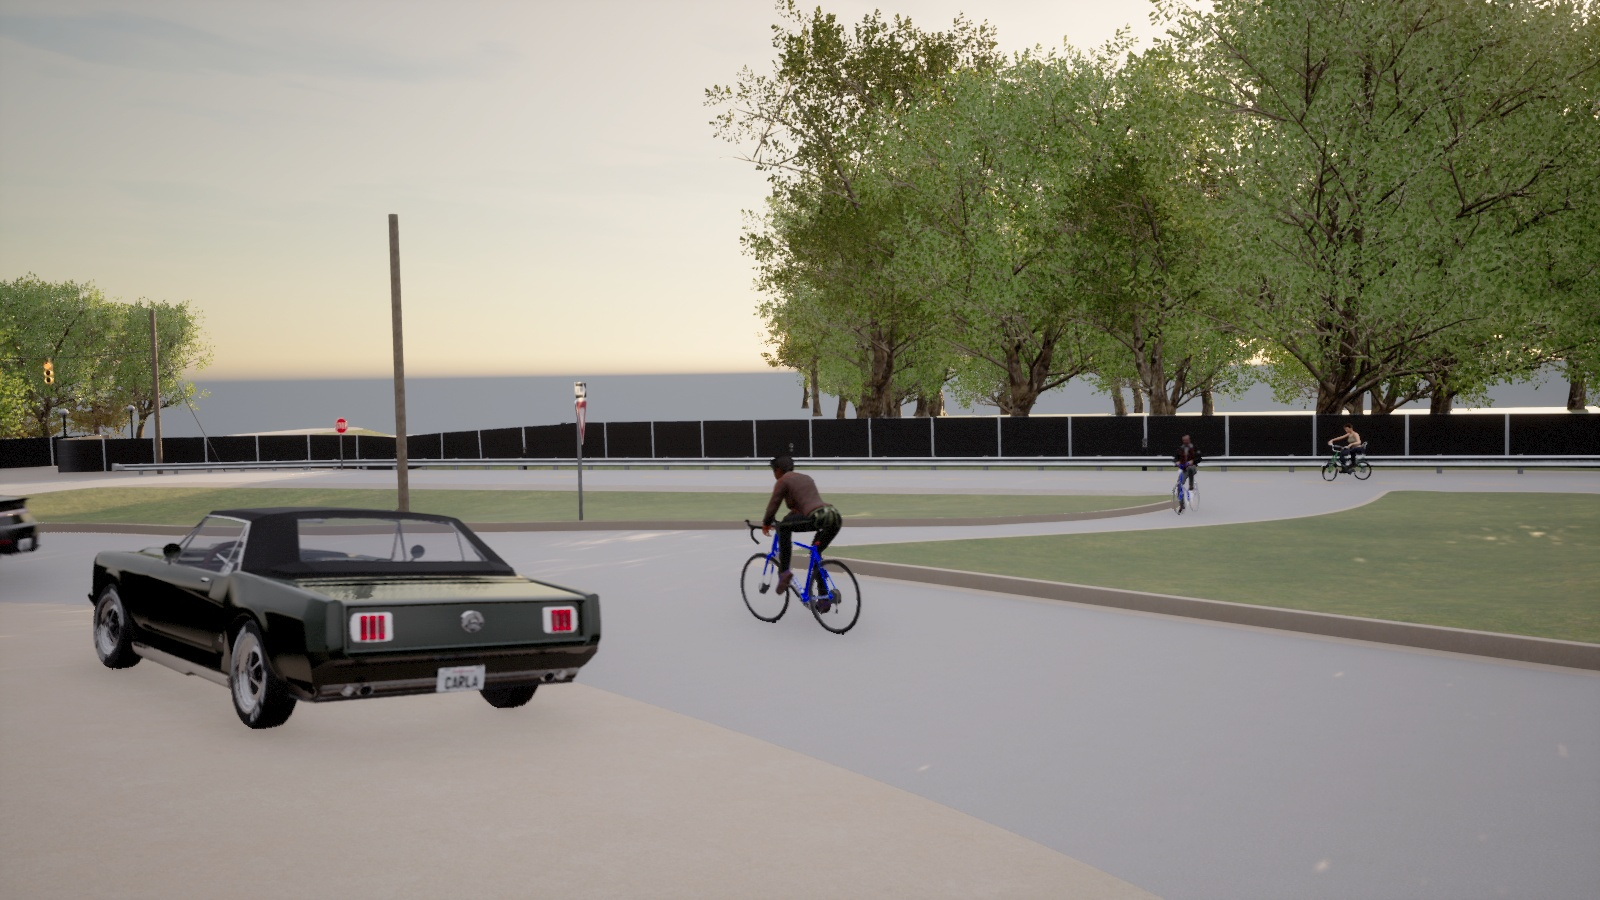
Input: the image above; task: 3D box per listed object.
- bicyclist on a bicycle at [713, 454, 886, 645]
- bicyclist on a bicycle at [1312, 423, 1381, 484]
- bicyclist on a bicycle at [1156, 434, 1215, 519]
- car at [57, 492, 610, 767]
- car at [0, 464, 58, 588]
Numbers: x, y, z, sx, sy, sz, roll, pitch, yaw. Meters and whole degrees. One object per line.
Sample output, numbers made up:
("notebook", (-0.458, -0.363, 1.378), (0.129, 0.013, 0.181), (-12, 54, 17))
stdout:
("bicyclist on a bicycle", (-0.033, 0.871, 11.690), (0.582, 1.620, 1.656), (-4, 3, -42))
("bicyclist on a bicycle", (15.233, 0.088, 35.011), (1.509, 1.612, 0.866), (-2, 3, -6))
("bicyclist on a bicycle", (8.420, 0.559, 27.398), (0.659, 1.776, 1.843), (-2, 0, 34))
("car", (-3.520, 1.039, 8.861), (1.895, 1.301, 4.718), (5, -3, -43))
("car", (-12.666, 1.064, 16.129), (4.902, 1.511, 2.128), (-2, 2, -8))
